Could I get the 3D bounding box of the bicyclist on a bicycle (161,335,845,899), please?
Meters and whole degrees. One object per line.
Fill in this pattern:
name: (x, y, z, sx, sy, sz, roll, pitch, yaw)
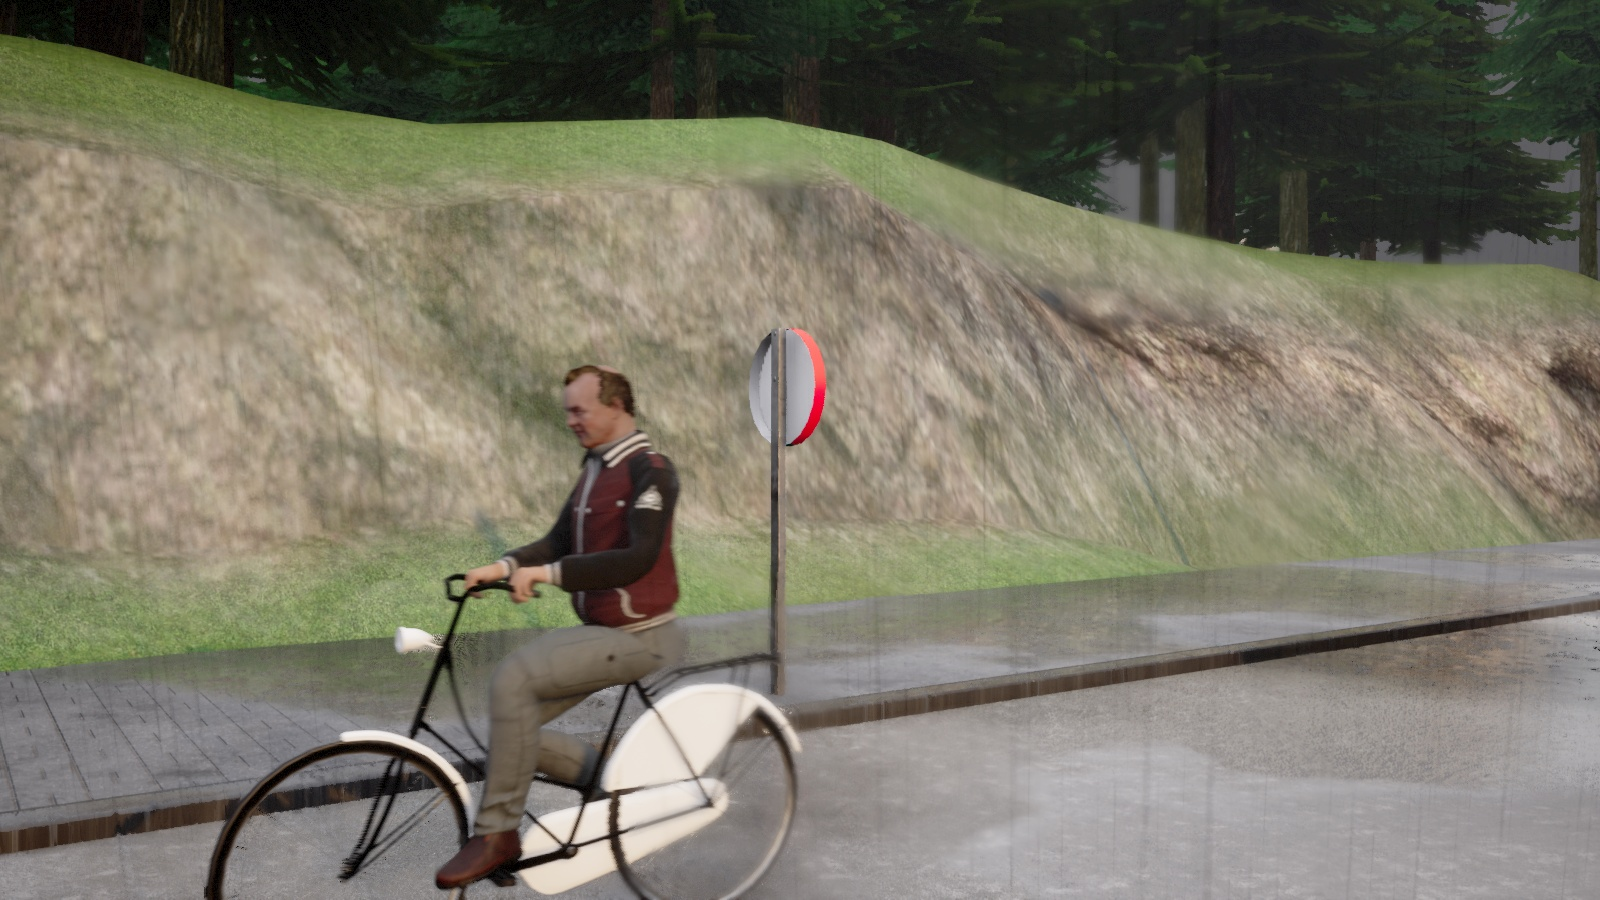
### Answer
bicyclist on a bicycle: (-0.804, 0.626, 3.697, 1.843, 1.776, 0.659, 0, 0, -35)
